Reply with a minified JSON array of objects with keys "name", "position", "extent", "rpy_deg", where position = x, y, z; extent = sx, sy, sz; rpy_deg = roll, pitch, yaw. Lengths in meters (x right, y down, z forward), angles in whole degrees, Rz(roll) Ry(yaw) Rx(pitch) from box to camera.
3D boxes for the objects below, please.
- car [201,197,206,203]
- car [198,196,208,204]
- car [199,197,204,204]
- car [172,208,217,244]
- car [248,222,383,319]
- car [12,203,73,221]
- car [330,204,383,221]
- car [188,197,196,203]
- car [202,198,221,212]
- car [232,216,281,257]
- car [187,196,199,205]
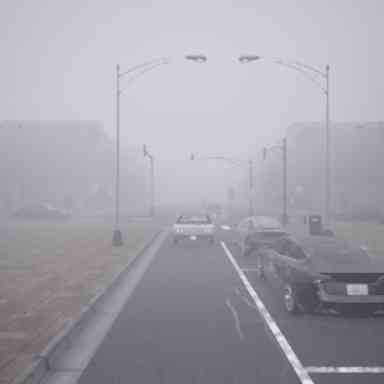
[{"name":"car","position":[2.643,1.831,47.946],"extent":[1.752,1.417,4.829],"rpy_deg":[0,0,0]},{"name":"car","position":[2.644,1.926,81.855],"extent":[2.192,1.841,5.009],"rpy_deg":[0,-1,0]},{"name":"car","position":[2.643,1.963,59.134],"extent":[1.947,1.339,4.313],"rpy_deg":[0,-1,0]},{"name":"car","position":[0.154,1.692,16.417],"extent":[1.895,1.301,4.718],"rpy_deg":[0,0,2]},{"name":"car","position":[2.642,1.605,7.391],"extent":[1.947,1.339,4.313],"rpy_deg":[0,0,0]},{"name":"car","position":[-12.095,1.639,27.011],"extent":[4.674,1.442,1.812],"rpy_deg":[0,-1,0]},{"name":"car","position":[15.317,1.817,29.799],"extent":[5.357,1.411,2.033],"rpy_deg":[0,-1,0]},{"name":"car","position":[0.007,2.000,82.237],"extent":[1.994,1.385,4.181],"rpy_deg":[0,-1,0]},{"name":"car","position":[2.643,1.806,42.097],"extent":[1.887,1.381,4.507],"rpy_deg":[0,0,0]},{"name":"car","position":[2.642,1.622,13.066],"extent":[2.008,1.369,4.403],"rpy_deg":[0,0,0]},{"name":"car","position":[0.006,2.043,71.814],"extent":[2.033,1.411,5.357],"rpy_deg":[0,-1,0]}]
